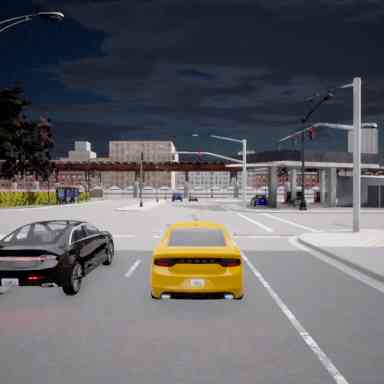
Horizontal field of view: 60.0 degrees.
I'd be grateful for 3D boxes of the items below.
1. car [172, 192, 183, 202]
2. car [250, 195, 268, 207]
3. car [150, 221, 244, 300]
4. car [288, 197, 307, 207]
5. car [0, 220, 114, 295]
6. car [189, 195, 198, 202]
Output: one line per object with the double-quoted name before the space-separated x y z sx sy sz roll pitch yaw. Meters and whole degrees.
"car" -3.239 1.122 74.025 2.150 2.045 5.566 0 0 0
"car" 9.883 1.253 48.705 2.242 1.667 4.611 0 0 1
"car" 0.112 1.468 8.446 1.882 1.535 5.008 0 0 0
"car" 15.630 1.426 49.447 1.970 1.475 3.806 0 0 1
"car" -3.387 1.474 8.667 2.128 1.511 4.902 0 0 0
"car" 0.259 1.446 73.414 1.994 1.385 4.181 0 0 0
